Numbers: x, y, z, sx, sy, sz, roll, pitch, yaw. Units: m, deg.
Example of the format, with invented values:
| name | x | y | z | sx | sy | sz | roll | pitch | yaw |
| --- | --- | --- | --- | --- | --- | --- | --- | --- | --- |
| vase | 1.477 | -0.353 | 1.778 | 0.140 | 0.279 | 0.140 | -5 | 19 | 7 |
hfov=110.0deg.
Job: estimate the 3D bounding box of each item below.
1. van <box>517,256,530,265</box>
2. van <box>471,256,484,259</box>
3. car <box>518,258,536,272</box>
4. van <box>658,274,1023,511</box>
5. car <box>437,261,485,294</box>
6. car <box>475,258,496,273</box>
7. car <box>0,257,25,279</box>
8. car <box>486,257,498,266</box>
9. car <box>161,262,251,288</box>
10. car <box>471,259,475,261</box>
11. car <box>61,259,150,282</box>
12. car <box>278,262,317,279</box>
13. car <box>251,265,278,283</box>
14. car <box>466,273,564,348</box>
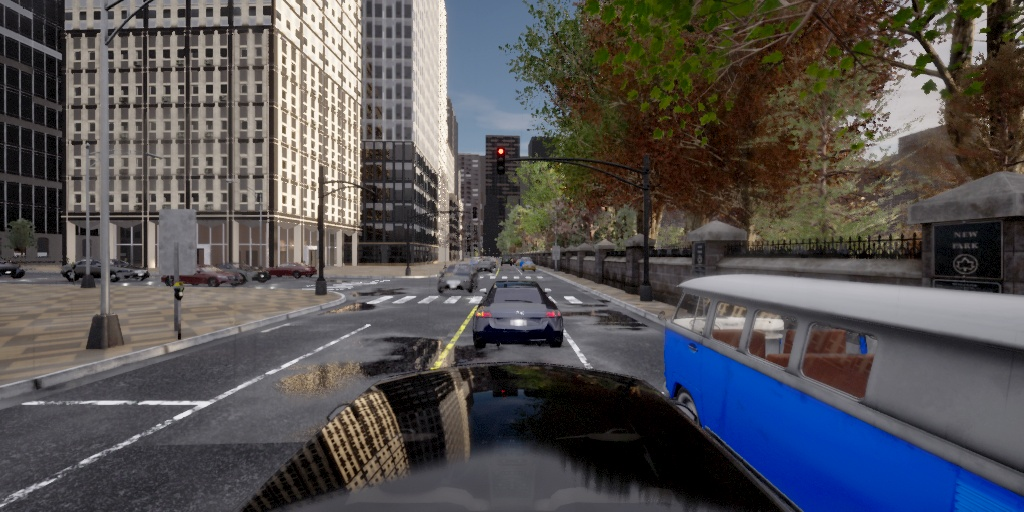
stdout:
| name | x | y | z | sx | sy | sz | roll | pitch | yaw |
| --- | --- | --- | --- | --- | --- | --- | --- | --- | --- |
| van | 2.012 | 1.071 | 51.749 | 1.690 | 1.789 | 3.998 | 0 | 0 | -1 |
| van | -6.305 | 1.063 | 62.501 | 1.690 | 1.789 | 3.998 | 0 | 0 | -2 |
| car | 2.134 | 1.260 | 46.376 | 1.751 | 1.417 | 4.829 | 0 | 0 | -1 |
| van | 2.568 | 1.091 | 2.657 | 1.690 | 1.789 | 3.998 | 0 | 0 | 0 |
| car | -2.902 | 1.217 | 20.081 | 2.128 | 1.511 | 4.902 | 0 | 0 | 0 |
| car | -3.194 | 1.242 | 41.568 | 1.837 | 1.490 | 4.892 | 0 | 0 | -1 |
| car | -36.453 | 0.916 | 24.625 | 4.181 | 1.385 | 1.994 | 1 | 0 | 2 |
| car | -3.548 | 1.291 | 57.547 | 1.994 | 1.385 | 4.181 | 0 | 0 | -1 |
| car | -18.150 | 1.149 | 21.011 | 4.207 | 1.307 | 1.802 | 0 | 0 | 4 |
| car | -5.628 | 1.288 | 40.326 | 2.007 | 1.370 | 4.403 | 0 | 0 | -1 |
| car | -27.258 | 0.948 | 24.125 | 4.902 | 1.511 | 2.128 | 1 | 0 | 3 |
| car | -18.083 | 1.127 | 29.125 | 4.207 | 1.307 | 1.802 | 0 | 0 | 4 |
| car | -18.276 | 1.123 | 23.559 | 4.181 | 1.385 | 1.994 | 1 | 0 | 4 |
| car | 0.101 | 1.313 | 9.238 | 1.994 | 1.385 | 4.181 | 0 | 0 | -1 |
